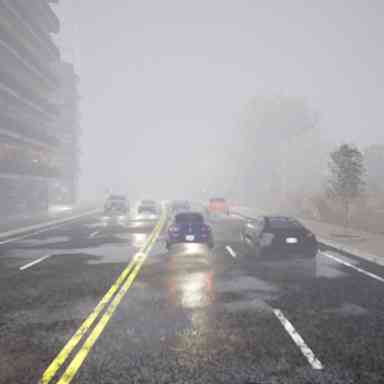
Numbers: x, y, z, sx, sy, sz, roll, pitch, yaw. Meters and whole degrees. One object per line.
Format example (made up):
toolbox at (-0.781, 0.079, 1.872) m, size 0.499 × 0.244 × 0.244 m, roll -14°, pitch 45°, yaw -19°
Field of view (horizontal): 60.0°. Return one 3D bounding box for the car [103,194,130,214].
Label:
car at (-7.785, 1.244, 34.951) m, size 2.150 × 2.045 × 5.566 m, roll 0°, pitch 0°, yaw -4°

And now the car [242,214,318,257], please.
car at (3.153, 1.527, 12.706) m, size 1.994 × 1.385 × 4.181 m, roll 0°, pitch 0°, yaw -2°

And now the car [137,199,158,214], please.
car at (-4.490, 1.474, 34.239) m, size 2.033 × 1.411 × 5.357 m, roll 0°, pitch 0°, yaw -4°

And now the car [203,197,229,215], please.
car at (2.242, 1.267, 32.320) m, size 2.097 × 1.767 × 4.553 m, roll 0°, pitch 0°, yaw -4°

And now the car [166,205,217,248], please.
car at (-0.140, 1.492, 14.405) m, size 1.812 × 1.442 × 4.674 m, roll 0°, pitch 0°, yaw -2°

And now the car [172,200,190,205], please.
car at (-1.273, 1.513, 36.279) m, size 1.895 × 1.301 × 4.718 m, roll 0°, pitch 0°, yaw -4°
